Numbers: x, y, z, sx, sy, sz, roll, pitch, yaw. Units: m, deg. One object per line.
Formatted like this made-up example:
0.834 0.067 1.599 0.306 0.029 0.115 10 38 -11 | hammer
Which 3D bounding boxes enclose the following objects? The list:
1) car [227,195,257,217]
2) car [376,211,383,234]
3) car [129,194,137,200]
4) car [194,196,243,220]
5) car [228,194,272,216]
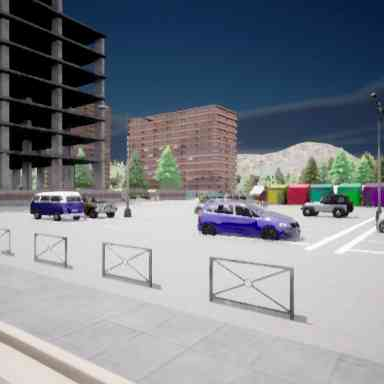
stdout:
3.814 1.324 31.767 3.905 1.438 1.784 0 0 36 | car
11.021 1.352 15.920 3.806 1.475 1.970 0 0 36 | car
-16.124 1.257 85.798 1.851 1.617 3.988 0 0 36 | car
2.123 1.355 29.417 3.806 1.475 1.970 0 0 36 | car
5.339 1.114 33.976 4.605 1.855 1.932 0 0 36 | car
